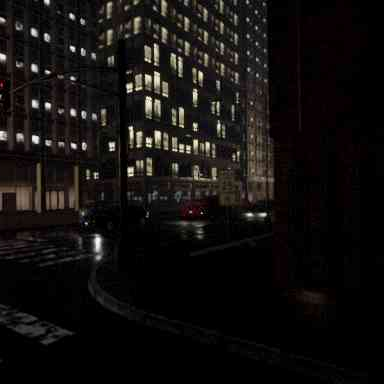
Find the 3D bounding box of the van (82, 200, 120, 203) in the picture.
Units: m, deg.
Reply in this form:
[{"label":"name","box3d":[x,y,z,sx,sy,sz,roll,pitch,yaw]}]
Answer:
[{"label":"van","box3d":[-6.059,1.458,23.514,1.690,1.788,3.998,-2,-1,36]}]

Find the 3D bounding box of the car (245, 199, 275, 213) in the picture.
[{"label":"car","box3d":[8.637,1.587,39.553,1.882,1.535,5.008,-1,-1,36]}]

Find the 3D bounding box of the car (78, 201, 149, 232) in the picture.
[{"label":"car","box3d":[-4.712,1.569,20.981,1.837,1.490,4.892,-1,-1,33]}]

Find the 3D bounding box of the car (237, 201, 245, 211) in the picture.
[{"label":"car","box3d":[6.771,1.687,41.427,1.752,1.417,4.829,-2,-1,36]}]

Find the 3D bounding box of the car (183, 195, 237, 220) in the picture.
[{"label":"car","box3d":[1.503,1.307,29.627,2.150,2.045,5.566,-1,-1,36]}]
